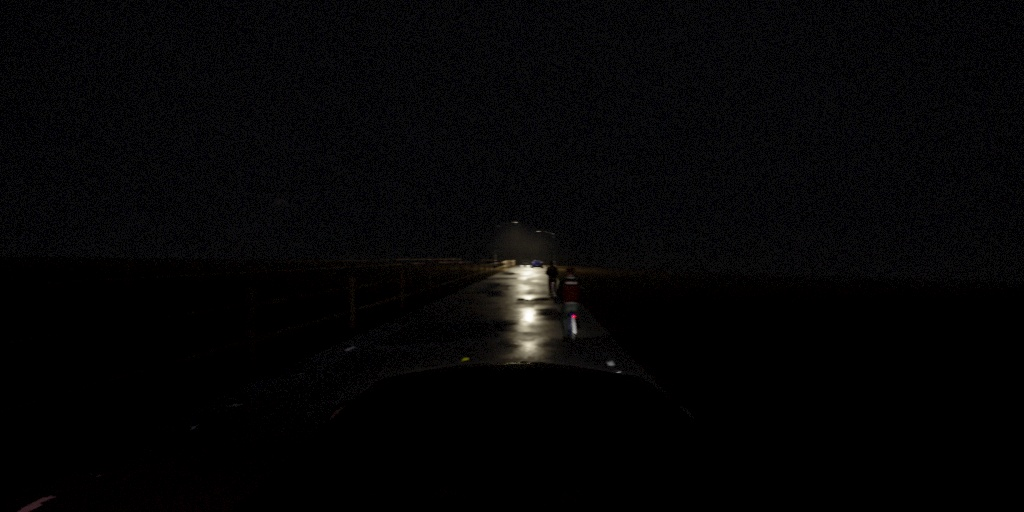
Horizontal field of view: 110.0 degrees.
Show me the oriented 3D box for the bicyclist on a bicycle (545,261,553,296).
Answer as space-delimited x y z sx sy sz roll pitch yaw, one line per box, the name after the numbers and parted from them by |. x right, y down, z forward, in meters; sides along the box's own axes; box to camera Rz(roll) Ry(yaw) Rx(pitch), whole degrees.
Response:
1.880 1.121 16.859 0.659 1.776 1.843 -1 0 4 | bicyclist on a bicycle

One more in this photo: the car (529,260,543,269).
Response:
4.230 1.383 60.311 1.812 1.442 4.674 -1 0 4 | car

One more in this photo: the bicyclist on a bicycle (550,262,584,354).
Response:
1.275 1.112 7.881 0.659 1.776 1.843 -1 0 4 | bicyclist on a bicycle
